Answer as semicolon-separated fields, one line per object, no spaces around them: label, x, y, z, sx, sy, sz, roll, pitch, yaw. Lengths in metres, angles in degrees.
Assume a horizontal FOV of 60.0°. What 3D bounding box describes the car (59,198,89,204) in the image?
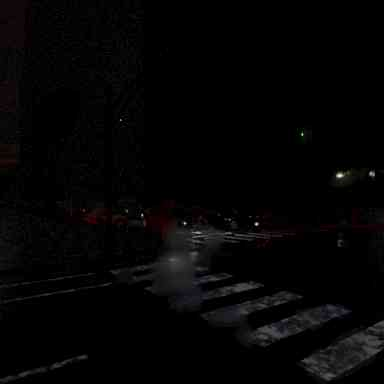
car;-13.731;1.754;39.566;2.150;2.045;5.566;0;-1;-35

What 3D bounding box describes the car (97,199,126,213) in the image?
car;-11.163;1.873;46.074;2.192;1.841;5.009;-1;0;-35

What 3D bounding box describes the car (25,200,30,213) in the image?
car;-20.498;2.195;44.455;1.887;1.381;4.507;-1;0;-35

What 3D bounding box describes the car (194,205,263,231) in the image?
car;2.528;1.708;22.198;1.837;1.490;4.892;0;0;-35

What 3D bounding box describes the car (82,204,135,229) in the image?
car;-6.248;1.842;24.404;1.752;1.417;4.829;-1;0;-35

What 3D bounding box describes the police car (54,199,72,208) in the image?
police car;-25.434;2.305;65.449;1.930;1.638;5.238;0;-1;-35

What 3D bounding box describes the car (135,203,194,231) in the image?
car;-1.820;1.758;22.826;1.837;1.490;4.892;0;-1;-35

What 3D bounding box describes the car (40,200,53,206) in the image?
car;-34.724;2.658;79.190;1.947;1.339;4.313;-1;0;-35

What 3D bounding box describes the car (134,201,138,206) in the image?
car;-5.273;2.003;37.774;1.802;1.307;4.206;-1;0;-35

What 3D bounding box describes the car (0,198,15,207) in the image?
car;-41.269;2.665;73.681;1.887;1.381;4.507;-1;0;-35

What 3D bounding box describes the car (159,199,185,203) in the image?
car;-2.337;1.667;33.624;2.192;1.841;5.009;-1;0;-35

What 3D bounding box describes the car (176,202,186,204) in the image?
car;0.611;1.827;29.474;1.887;1.381;4.507;-1;0;-35

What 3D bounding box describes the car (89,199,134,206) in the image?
car;-7.575;1.740;30.889;2.097;1.767;4.553;0;-1;-35

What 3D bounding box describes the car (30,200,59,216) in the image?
car;-17.673;1.899;40.473;2.192;1.841;5.009;-1;0;-35

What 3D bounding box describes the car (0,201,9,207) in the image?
car;-44.382;2.769;78.064;1.802;1.307;4.206;-1;0;-35

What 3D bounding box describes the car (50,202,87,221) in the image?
car;-12.007;2.003;32.507;2.008;1.369;4.403;-1;0;-35

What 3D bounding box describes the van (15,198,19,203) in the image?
van;-26.163;2.121;52.420;1.690;1.788;3.998;-1;0;-35

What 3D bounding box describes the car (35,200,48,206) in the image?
car;-37.738;2.708;83.430;2.008;1.369;4.403;-1;0;-35

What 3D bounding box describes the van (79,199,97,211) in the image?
van;-17.047;2.035;54.374;1.690;1.788;3.998;-1;0;-35

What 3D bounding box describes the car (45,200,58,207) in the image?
car;-31.710;2.593;74.949;1.947;1.339;4.313;-1;0;-35

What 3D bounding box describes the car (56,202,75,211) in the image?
car;-21.242;2.353;55.648;1.895;1.301;4.718;0;-1;-35

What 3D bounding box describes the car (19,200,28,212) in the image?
car;-23.330;2.155;48.437;1.967;1.590;4.097;-1;0;-35
